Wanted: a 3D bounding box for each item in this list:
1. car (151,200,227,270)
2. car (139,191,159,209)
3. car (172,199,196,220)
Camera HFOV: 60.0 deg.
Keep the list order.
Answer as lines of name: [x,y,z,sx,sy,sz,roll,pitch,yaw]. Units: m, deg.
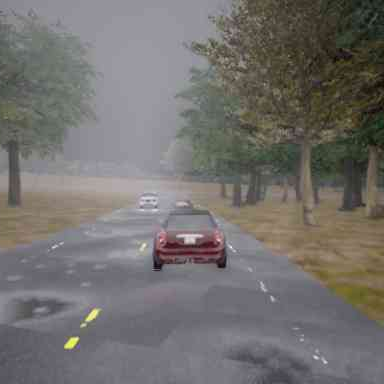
car: [-0.093,1.316,11.147,2.097,1.767,4.553,0,0,-1]
car: [-5.323,0.949,41.737,2.150,2.045,5.566,0,1,-4]
car: [-0.753,1.379,27.684,1.812,1.442,4.674,0,0,-3]
